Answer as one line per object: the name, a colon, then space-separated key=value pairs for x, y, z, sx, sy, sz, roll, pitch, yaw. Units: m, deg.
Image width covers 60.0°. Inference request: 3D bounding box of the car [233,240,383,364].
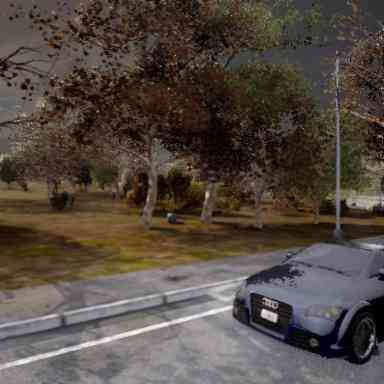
car: x=2.734 y=1.597 z=5.921 sx=4.181 sy=1.385 sz=1.994 roll=0 pitch=0 yaw=-35
